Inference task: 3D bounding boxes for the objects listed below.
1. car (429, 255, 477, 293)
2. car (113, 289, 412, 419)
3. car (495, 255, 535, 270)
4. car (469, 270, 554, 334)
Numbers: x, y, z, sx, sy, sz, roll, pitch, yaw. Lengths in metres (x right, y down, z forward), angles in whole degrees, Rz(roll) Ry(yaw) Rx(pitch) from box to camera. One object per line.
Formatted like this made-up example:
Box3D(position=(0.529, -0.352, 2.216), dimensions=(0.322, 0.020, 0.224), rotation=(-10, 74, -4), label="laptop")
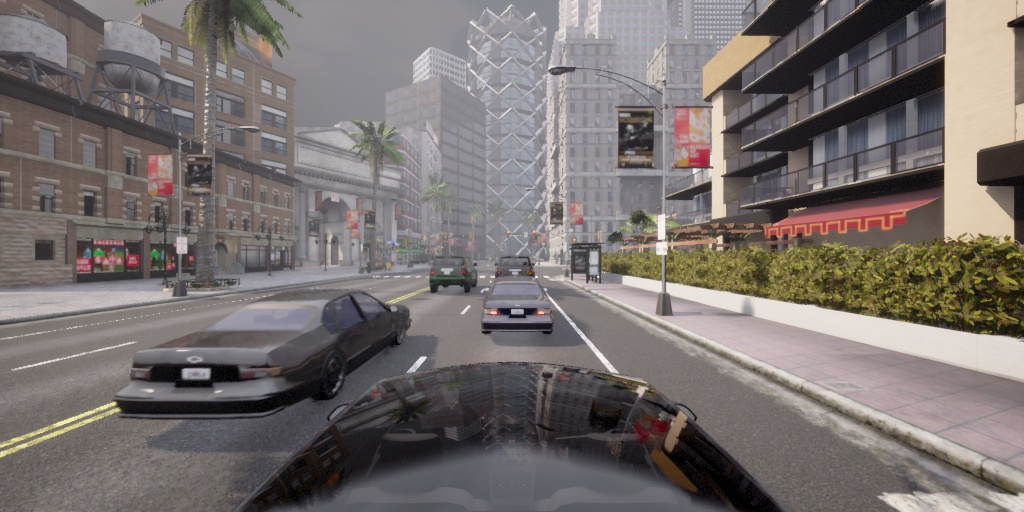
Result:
Box3D(position=(-3.331, 0.971, 21.136), dimensions=(2.150, 2.045, 5.566), rotation=(0, 0, 0), label="car")
Box3D(position=(-3.360, 1.298, 6.323), dimensions=(2.033, 1.411, 5.357), rotation=(0, 0, 0), label="car")
Box3D(position=(0.166, 0.971, 20.820), dimensions=(2.150, 2.045, 5.566), rotation=(0, 0, 0), label="car")
Box3D(position=(0.129, 1.297, 10.568), dimensions=(2.033, 1.411, 5.357), rotation=(0, 0, 0), label="car")
